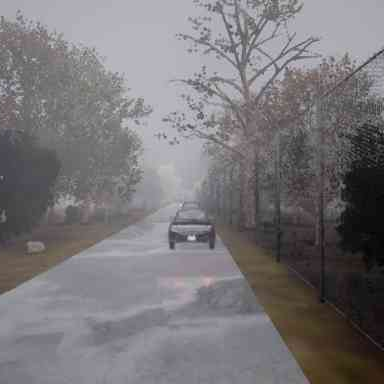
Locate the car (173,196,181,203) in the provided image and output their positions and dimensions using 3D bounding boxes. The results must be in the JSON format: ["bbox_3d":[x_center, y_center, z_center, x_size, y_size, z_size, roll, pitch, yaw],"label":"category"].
[{"bbox_3d":[-3.123,1.803,75.956,1.837,1.490,4.892,0,-1,-1],"label":"car"}]

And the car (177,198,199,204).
[{"bbox_3d":[-0.048,1.567,29.656,2.033,1.411,5.357,0,0,0],"label":"car"}]

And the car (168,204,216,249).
[{"bbox_3d":[-0.008,1.496,14.652,2.128,1.511,4.902,0,0,0],"label":"car"}]
